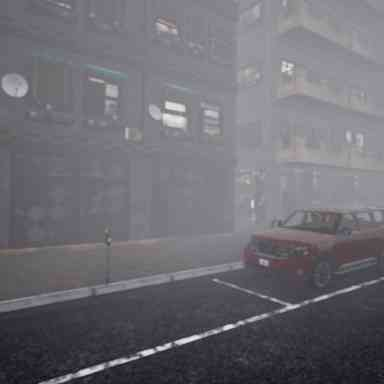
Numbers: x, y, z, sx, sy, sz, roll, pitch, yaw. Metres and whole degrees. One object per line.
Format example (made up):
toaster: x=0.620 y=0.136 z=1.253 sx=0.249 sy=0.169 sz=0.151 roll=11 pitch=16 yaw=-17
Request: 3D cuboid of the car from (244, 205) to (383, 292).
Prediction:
car: x=3.732 y=1.320 z=9.202 sx=5.009 sy=1.841 sz=2.192 roll=0 pitch=1 yaw=-35
